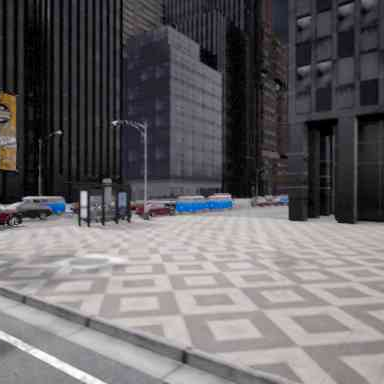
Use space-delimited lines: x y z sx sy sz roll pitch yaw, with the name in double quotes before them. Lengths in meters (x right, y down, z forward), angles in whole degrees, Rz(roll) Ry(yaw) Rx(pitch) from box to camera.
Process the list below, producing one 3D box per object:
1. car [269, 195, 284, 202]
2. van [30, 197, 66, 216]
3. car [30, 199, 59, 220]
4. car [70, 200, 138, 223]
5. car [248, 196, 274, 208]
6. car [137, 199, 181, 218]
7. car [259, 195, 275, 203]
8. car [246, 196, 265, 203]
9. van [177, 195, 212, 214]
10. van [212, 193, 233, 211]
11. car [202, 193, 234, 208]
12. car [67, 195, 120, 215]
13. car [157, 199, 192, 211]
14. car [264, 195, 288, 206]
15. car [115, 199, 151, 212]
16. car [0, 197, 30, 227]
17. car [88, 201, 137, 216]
"car" 19.361 1.494 76.253 1.752 1.417 4.829 0 0 35
"van" -13.495 1.320 30.162 1.690 1.788 3.998 0 0 35
"car" -13.258 1.514 25.904 1.812 1.442 4.674 0 0 37
"car" -6.553 1.553 25.215 2.008 1.369 4.403 0 0 35
"car" 9.924 1.572 48.330 1.802 1.307 4.206 0 0 35
"car" -3.257 1.580 29.838 1.802 1.307 4.206 0 0 35
"car" 16.164 1.408 71.769 1.967 1.590 4.097 0 0 35
"car" 12.869 1.519 67.146 2.008 1.369 4.403 0 0 35
"van" 0.039 1.335 34.461 1.690 1.788 3.998 0 0 35
"van" 3.334 1.333 39.084 1.690 1.788 3.998 0 0 35
"car" 3.949 1.196 49.957 2.150 2.045 5.566 0 0 36
"car" -10.199 1.290 34.784 2.192 1.841 5.009 0 0 35
"car" -2.126 1.578 41.515 1.895 1.301 4.718 0 0 36
"car" 13.220 1.572 52.953 1.802 1.307 4.206 0 0 35
"car" -6.904 1.553 39.408 1.802 1.307 4.206 0 0 35
"car" -12.977 1.352 20.626 2.097 1.767 4.553 0 0 29
"car" -7.911 1.583 33.411 1.895 1.301 4.718 0 0 35
